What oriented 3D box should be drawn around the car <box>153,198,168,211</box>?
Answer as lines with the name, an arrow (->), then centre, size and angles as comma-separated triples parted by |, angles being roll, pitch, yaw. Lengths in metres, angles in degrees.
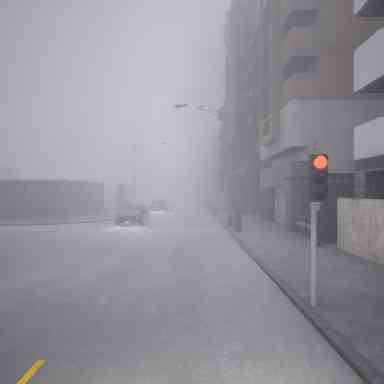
car -> -4.137, 1.491, 41.885 | 2.128, 1.511, 4.902 | 0, 0, 0

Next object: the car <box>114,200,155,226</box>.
car -> -4.124, 1.547, 23.832 | 2.033, 1.411, 5.357 | 0, 0, 0
